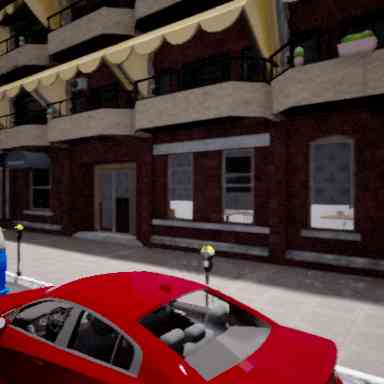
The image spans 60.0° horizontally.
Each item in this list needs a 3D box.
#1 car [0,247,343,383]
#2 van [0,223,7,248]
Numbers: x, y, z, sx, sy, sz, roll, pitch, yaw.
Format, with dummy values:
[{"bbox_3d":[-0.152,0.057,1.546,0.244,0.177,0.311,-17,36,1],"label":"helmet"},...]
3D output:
[{"bbox_3d":[-0.859,1.540,3.484,4.507,1.381,1.887,0,0,35],"label":"car"},{"bbox_3d":[-5.355,1.327,6.690,3.998,1.788,1.690,0,0,35],"label":"van"}]
